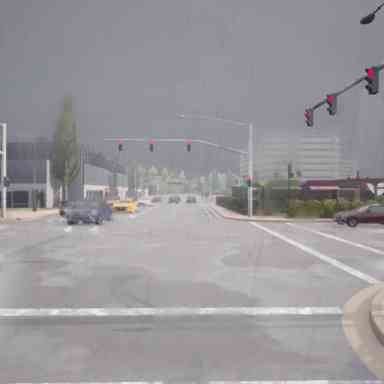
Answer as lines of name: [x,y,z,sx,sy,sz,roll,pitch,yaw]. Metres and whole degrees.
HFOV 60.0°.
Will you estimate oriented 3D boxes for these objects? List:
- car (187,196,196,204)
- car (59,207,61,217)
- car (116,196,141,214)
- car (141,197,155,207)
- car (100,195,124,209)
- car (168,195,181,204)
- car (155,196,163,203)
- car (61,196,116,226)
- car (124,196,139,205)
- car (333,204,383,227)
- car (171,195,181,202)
car: [-0.095,1.488,64.610,2.128,1.511,4.902,0,0,0]
car: [-10.645,1.490,30.832,2.128,1.511,4.902,0,0,0]
car: [-7.150,1.476,36.000,1.882,1.535,5.008,0,0,0]
car: [-7.161,1.522,49.978,1.812,1.442,4.674,0,0,0]
car: [-10.661,1.349,44.797,2.097,1.767,4.553,0,0,0]
car: [-3.595,1.544,64.605,2.033,1.411,5.357,0,0,0]
car: [-7.101,1.547,69.187,2.033,1.411,5.357,0,0,0]
car: [-7.132,1.349,23.486,2.097,1.767,4.553,0,0,0]
car: [-10.660,1.501,58.886,1.837,1.490,4.892,0,0,0]
car: [11.773,1.525,21.960,4.674,1.442,1.812,0,0,1]
car: [-3.610,1.421,74.879,1.994,1.385,4.181,0,0,0]
